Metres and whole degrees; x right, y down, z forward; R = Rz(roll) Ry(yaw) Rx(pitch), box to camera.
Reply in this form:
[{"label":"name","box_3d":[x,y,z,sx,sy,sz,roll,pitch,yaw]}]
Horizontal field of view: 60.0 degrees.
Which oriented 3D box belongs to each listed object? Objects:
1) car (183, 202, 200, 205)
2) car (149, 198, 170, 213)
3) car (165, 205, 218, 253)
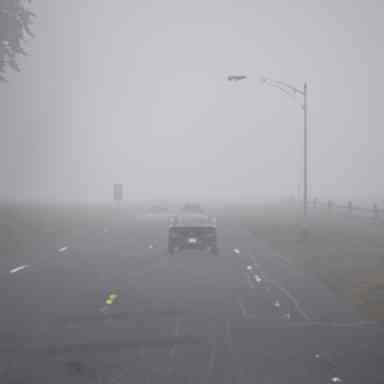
[{"label":"car","box_3d":[0.054,1.549,28.480,1.994,1.385,4.181,0,1,1]},{"label":"car","box_3d":[-3.482,1.411,36.075,1.812,1.442,4.674,0,1,1]},{"label":"car","box_3d":[0.044,1.551,14.202,1.882,1.535,5.008,0,0,1]}]
